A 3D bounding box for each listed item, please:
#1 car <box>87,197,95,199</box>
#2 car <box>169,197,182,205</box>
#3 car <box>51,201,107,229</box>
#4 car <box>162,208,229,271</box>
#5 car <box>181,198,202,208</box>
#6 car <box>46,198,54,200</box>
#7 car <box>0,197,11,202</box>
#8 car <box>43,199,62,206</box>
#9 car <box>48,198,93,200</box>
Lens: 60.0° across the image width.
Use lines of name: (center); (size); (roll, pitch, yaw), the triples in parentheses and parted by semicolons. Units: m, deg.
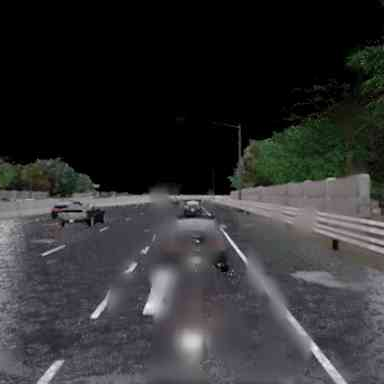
car: (-24.534, 1.989, 80.092); (2.097, 1.767, 4.553); (0, -1, 0)
car: (-3.529, 1.849, 69.038); (2.097, 1.767, 4.553); (0, -1, 0)
car: (-6.909, 1.465, 21.517); (2.128, 1.511, 4.902); (0, 0, 0)
car: (0.095, 1.481, 10.753); (1.837, 1.490, 4.892); (0, 0, 0)
car: (0.086, 1.555, 34.170); (1.812, 1.442, 4.674); (0, 0, 0)
car: (-21.081, 1.679, 50.036); (1.882, 1.535, 5.008); (0, -1, 0)
car: (-31.556, 1.618, 54.269); (2.097, 1.767, 4.553); (0, -1, 1)
car: (-28.029, 2.065, 67.133); (1.895, 1.301, 4.718); (0, -1, 0)
car: (-10.412, 1.502, 28.575); (1.837, 1.490, 4.892); (0, 0, 0)
